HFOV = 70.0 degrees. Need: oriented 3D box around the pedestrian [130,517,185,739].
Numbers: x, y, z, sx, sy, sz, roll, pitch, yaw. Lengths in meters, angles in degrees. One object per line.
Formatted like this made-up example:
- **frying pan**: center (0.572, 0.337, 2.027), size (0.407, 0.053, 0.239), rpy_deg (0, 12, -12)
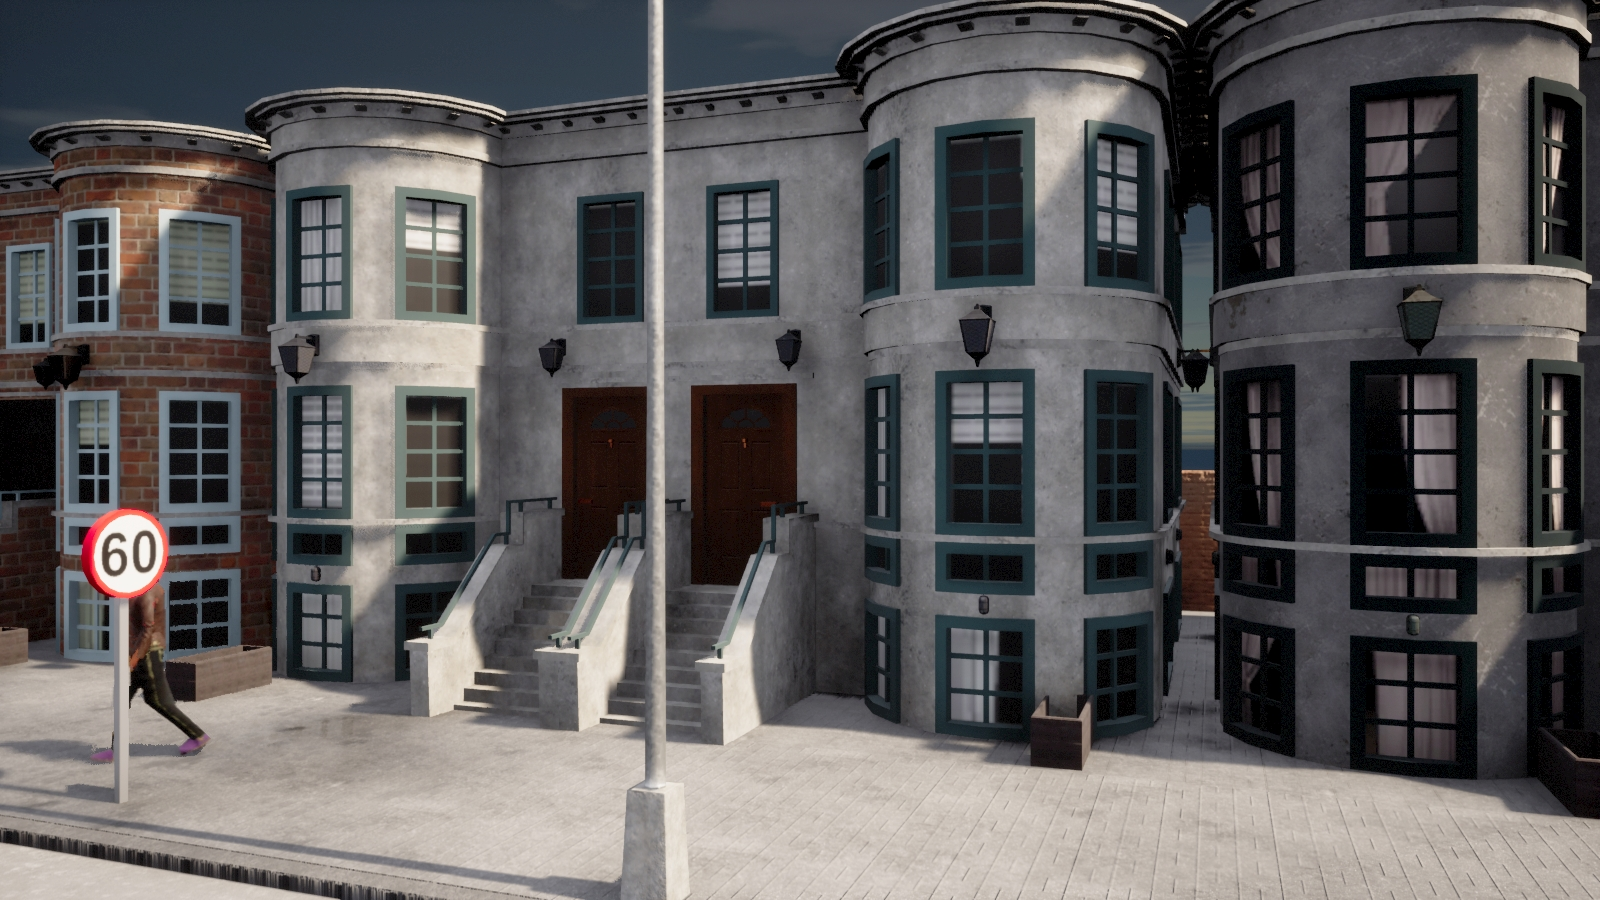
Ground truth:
- **pedestrian**: center (-5.596, 1.524, 9.957), size (0.375, 1.860, 0.375), rpy_deg (0, 0, -23)
